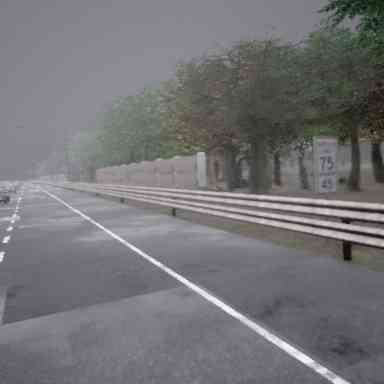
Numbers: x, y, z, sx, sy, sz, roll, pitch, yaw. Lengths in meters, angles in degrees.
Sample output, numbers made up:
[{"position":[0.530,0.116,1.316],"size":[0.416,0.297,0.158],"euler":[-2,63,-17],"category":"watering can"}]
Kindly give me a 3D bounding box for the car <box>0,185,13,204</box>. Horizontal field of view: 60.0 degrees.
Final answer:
[{"position":[-18.297,0.414,31.255],"size":[1.994,1.385,4.181],"euler":[-4,4,-26],"category":"car"}]

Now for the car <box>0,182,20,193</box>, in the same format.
[{"position":[-29.928,-0.454,54.596],"size":[2.033,1.411,5.357],"euler":[-4,4,-26],"category":"car"}]

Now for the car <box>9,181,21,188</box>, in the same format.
[{"position":[-38.889,-1.093,72.591],"size":[1.812,1.442,4.674],"euler":[-4,4,-26],"category":"car"}]
